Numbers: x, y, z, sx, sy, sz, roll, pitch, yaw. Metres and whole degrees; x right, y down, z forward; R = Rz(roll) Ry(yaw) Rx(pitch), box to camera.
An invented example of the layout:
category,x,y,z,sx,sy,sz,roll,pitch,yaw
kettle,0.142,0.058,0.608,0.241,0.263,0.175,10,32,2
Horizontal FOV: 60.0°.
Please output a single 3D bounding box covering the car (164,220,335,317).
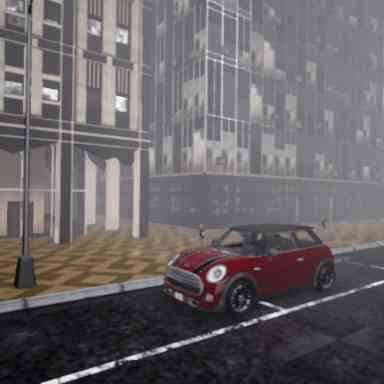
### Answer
category,x,y,z,sx,sy,sz,roll,pitch,yaw
car,1.378,1.491,7.535,4.097,1.590,1.967,1,0,-35
